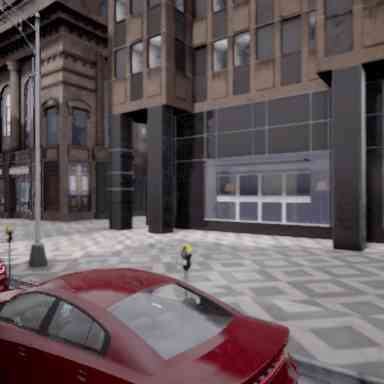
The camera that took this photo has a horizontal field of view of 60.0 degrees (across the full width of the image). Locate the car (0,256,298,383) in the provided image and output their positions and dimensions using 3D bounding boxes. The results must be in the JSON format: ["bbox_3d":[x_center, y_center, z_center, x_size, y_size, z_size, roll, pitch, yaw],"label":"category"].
[{"bbox_3d":[-1.148,1.568,3.782,4.507,1.381,1.887,-1,0,36],"label":"car"}]
